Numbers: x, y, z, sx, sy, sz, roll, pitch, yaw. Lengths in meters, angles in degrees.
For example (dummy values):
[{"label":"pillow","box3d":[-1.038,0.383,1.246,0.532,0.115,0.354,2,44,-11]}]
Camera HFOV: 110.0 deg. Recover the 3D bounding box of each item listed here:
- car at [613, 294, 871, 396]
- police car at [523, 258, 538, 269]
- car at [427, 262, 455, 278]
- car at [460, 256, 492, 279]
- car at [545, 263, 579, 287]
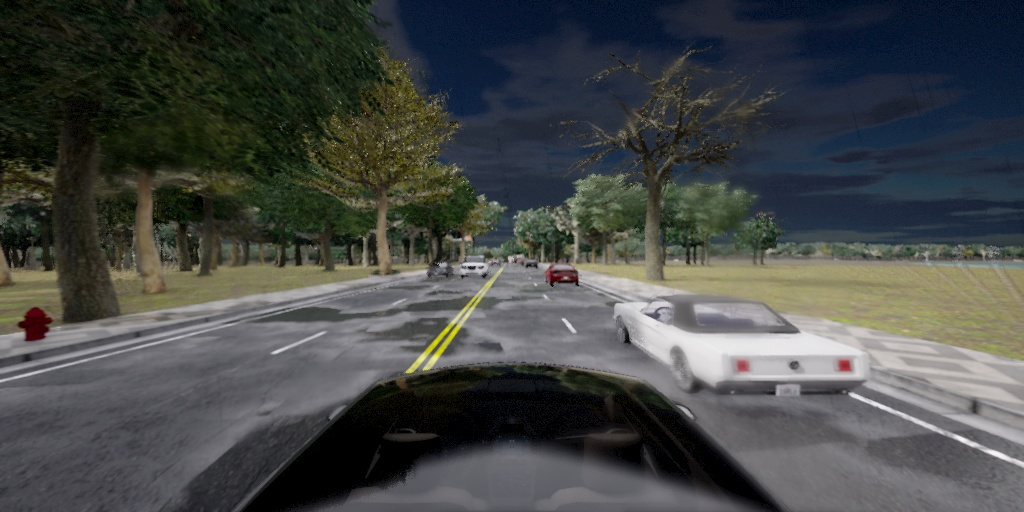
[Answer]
[{"label":"car","box3d":[3.351,1.342,6.561,1.895,1.301,4.718,0,0,0]},{"label":"police car","box3d":[3.263,1.228,58.937,1.930,1.638,5.238,0,0,0]},{"label":"car","box3d":[-6.591,1.271,33.496,1.812,1.442,4.674,0,0,0]},{"label":"car","box3d":[-3.338,0.969,32.629,2.150,2.045,5.566,0,0,0]},{"label":"car","box3d":[3.355,1.215,24.760,1.882,1.535,5.008,0,0,0]}]
